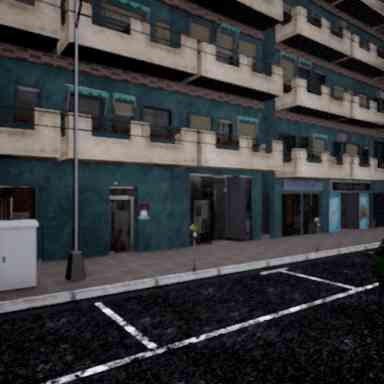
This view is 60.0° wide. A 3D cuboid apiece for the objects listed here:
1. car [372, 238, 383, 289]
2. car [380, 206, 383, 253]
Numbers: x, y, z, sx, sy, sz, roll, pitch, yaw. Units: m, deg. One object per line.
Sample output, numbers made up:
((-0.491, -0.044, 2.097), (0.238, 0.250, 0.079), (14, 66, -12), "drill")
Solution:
((6.685, 1.330, 8.128), (5.566, 2.045, 2.150), (1, -1, -35), "car")
((10.142, 1.485, 13.774), (5.009, 1.841, 2.192), (1, -1, -35), "car")
